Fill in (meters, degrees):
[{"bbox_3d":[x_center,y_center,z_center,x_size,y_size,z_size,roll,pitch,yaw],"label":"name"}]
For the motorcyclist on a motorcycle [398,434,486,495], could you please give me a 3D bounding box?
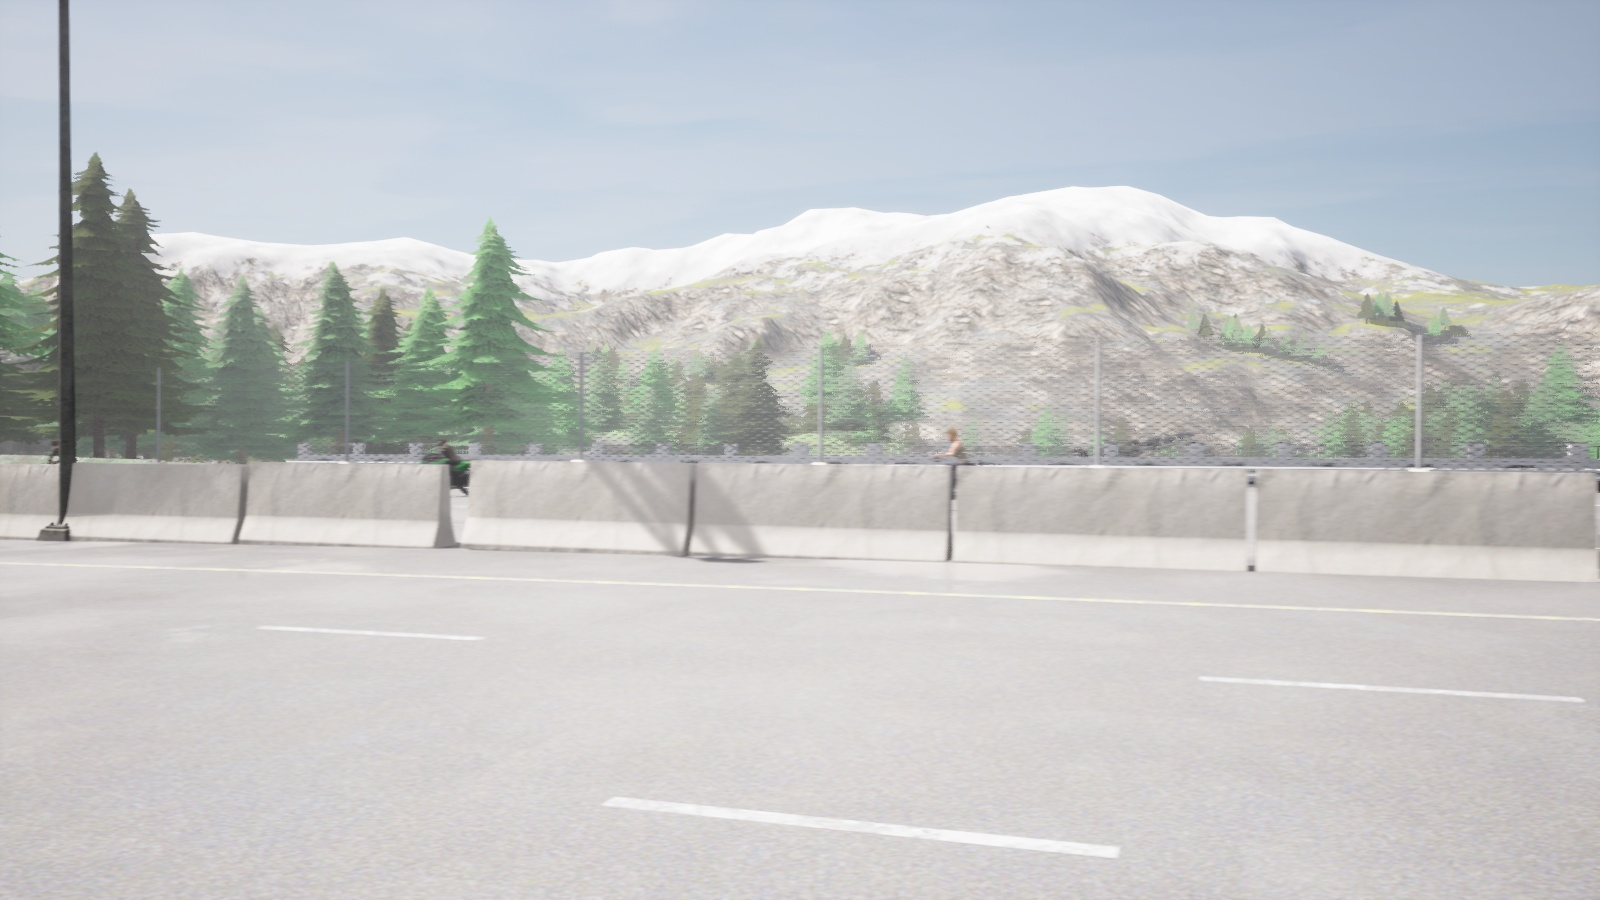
[{"bbox_3d":[-9.154,0.366,32.122,2.044,1.523,0.797,0,1,19],"label":"motorcyclist on a motorcycle"}]
